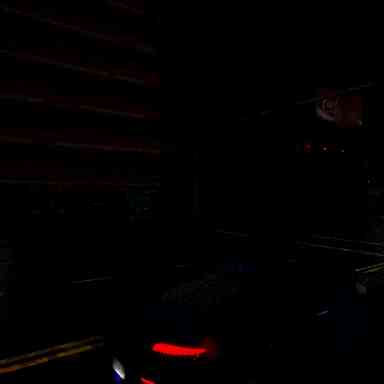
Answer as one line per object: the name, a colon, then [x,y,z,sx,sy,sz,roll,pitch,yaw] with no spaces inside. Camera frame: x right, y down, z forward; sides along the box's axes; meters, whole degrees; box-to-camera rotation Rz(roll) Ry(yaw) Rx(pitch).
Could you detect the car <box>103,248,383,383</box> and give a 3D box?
car: [1.162,1.526,4.570,4.674,1.442,1.812,0,0,-36]
